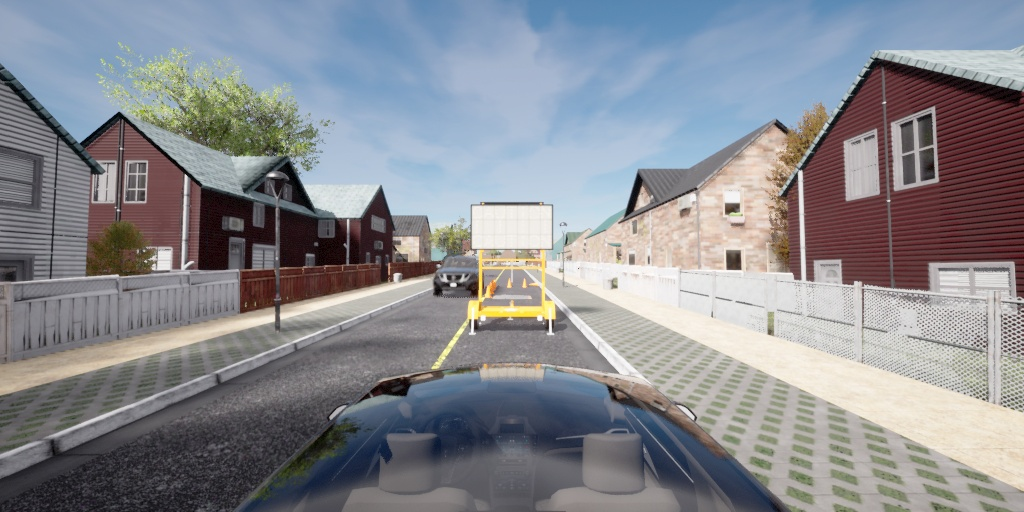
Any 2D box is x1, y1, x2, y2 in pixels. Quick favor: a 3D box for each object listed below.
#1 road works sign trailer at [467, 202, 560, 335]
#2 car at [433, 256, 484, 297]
[{"bbox_3d":[-0.001,0.226,10.551,2.380,3.560,2.880,0,0,1],"label":"road works sign trailer"},{"bbox_3d":[-2.744,1.009,19.579,2.150,2.045,5.566,0,0,0],"label":"car"}]
